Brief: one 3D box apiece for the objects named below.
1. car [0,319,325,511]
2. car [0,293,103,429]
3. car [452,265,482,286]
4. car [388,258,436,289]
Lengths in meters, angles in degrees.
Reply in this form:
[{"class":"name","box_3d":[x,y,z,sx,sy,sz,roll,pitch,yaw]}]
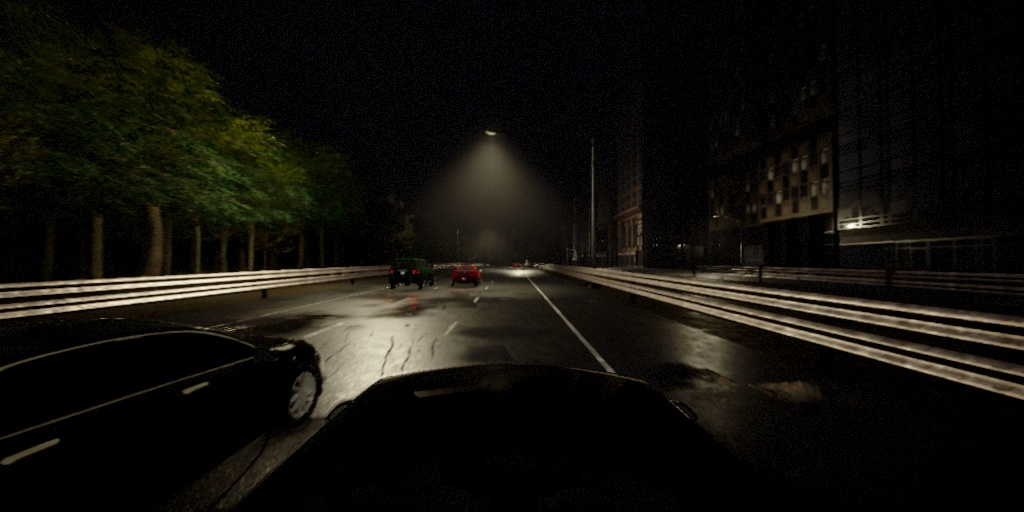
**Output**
[{"class":"car","box_3d":[-3.399,1.265,2.830,1.837,1.490,4.892,0,-1,0]},{"class":"car","box_3d":[-6.898,1.265,2.792,1.837,1.490,4.892,0,-1,0]},{"class":"car","box_3d":[-3.407,1.476,27.740,1.882,1.535,5.008,0,-1,0]},{"class":"car","box_3d":[-6.906,1.196,25.315,2.150,2.045,5.566,0,-1,0]}]
